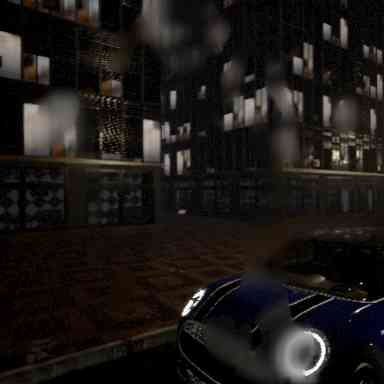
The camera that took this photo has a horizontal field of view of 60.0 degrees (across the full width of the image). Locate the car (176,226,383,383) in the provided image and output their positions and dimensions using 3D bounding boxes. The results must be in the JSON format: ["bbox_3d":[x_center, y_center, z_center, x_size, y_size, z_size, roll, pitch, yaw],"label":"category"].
[{"bbox_3d":[2.010,1.338,4.499,4.553,1.767,2.097,0,0,-35],"label":"car"}]
